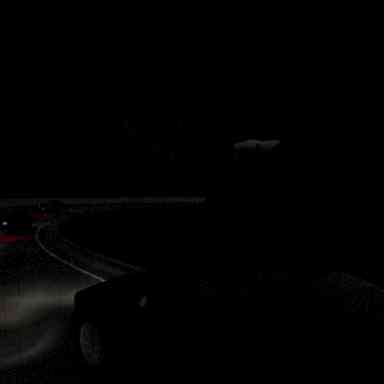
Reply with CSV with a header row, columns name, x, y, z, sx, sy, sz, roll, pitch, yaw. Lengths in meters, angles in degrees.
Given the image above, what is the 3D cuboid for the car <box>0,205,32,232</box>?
name,x,y,z,sx,sy,sz,roll,pitch,yaw
car,-10.857,1.535,20.084,1.882,1.535,5.008,0,0,-21

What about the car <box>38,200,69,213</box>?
name,x,y,z,sx,sy,sz,roll,pitch,yaw
car,-16.337,1.659,39.435,1.812,1.442,4.674,0,0,6

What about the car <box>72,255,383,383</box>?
name,x,y,z,sx,sy,sz,roll,pitch,yaw
car,0.567,1.503,3.896,5.008,1.535,1.882,0,0,38
